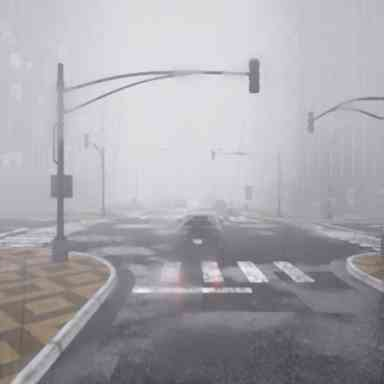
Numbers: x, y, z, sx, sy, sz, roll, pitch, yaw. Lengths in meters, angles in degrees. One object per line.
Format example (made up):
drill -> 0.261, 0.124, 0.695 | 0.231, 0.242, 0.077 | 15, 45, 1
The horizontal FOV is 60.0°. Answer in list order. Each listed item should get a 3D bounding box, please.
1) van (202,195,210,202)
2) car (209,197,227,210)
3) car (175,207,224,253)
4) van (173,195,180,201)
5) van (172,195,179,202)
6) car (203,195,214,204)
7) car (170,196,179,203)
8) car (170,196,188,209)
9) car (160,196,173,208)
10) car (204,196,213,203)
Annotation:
van -> 3.613, 1.598, 85.585 | 1.690, 1.788, 3.998 | 0, 0, 0
car -> 3.874, 1.731, 46.892 | 1.947, 1.339, 4.313 | 0, 0, 0
car -> 0.357, 1.597, 14.049 | 1.812, 1.442, 4.674 | 0, 0, 3
van -> -4.297, 1.610, 91.069 | 1.690, 1.788, 3.998 | 0, 0, 0
van -> -4.267, 1.598, 85.542 | 1.690, 1.788, 3.998 | 0, 0, 0
car -> 3.704, 1.537, 69.002 | 2.192, 1.841, 5.009 | 0, 0, 0
car -> -4.236, 1.685, 80.014 | 1.967, 1.590, 4.097 | 0, 0, 0
car -> -1.580, 1.714, 47.599 | 2.033, 1.411, 5.357 | 0, 0, 0
car -> -4.086, 1.762, 52.376 | 1.802, 1.307, 4.206 | 0, 0, 0
car -> 3.674, 1.674, 74.530 | 1.967, 1.590, 4.097 | 0, 0, 0
